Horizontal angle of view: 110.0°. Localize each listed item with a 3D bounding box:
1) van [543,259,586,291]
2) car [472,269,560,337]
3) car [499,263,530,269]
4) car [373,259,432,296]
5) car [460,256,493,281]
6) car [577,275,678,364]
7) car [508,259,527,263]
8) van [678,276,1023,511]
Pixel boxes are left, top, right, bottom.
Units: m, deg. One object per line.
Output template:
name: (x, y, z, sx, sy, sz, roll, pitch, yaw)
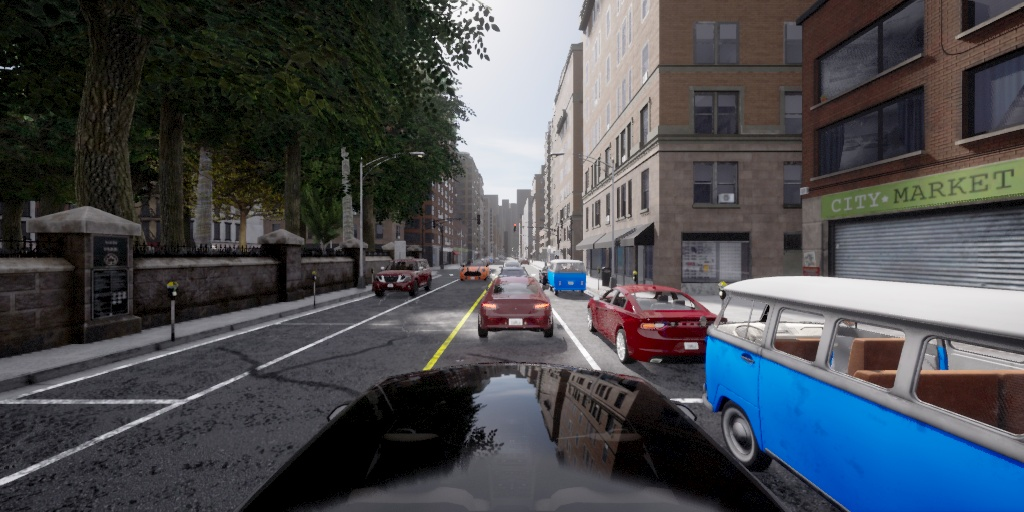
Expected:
van: (2.858, 1.086, 19.258, 1.690, 1.789, 3.998, 0, 0, 0)
car: (0.096, 1.275, 10.138, 1.812, 1.442, 4.674, 0, 0, 0)
car: (0.098, 1.292, 19.716, 2.033, 1.411, 5.357, 0, 0, 1)
car: (-5.667, 1.060, 19.218, 2.192, 1.841, 5.009, 0, 0, 0)
car: (-2.998, 1.088, 29.615, 2.097, 1.767, 4.553, 0, 0, 0)
car: (2.857, 1.294, 7.936, 1.888, 1.381, 4.507, 0, 0, 0)
car: (0.006, 1.243, 29.461, 1.837, 1.490, 4.892, 0, 0, 0)
van: (2.857, 1.091, 2.275, 1.690, 1.789, 3.998, 0, 0, 0)
